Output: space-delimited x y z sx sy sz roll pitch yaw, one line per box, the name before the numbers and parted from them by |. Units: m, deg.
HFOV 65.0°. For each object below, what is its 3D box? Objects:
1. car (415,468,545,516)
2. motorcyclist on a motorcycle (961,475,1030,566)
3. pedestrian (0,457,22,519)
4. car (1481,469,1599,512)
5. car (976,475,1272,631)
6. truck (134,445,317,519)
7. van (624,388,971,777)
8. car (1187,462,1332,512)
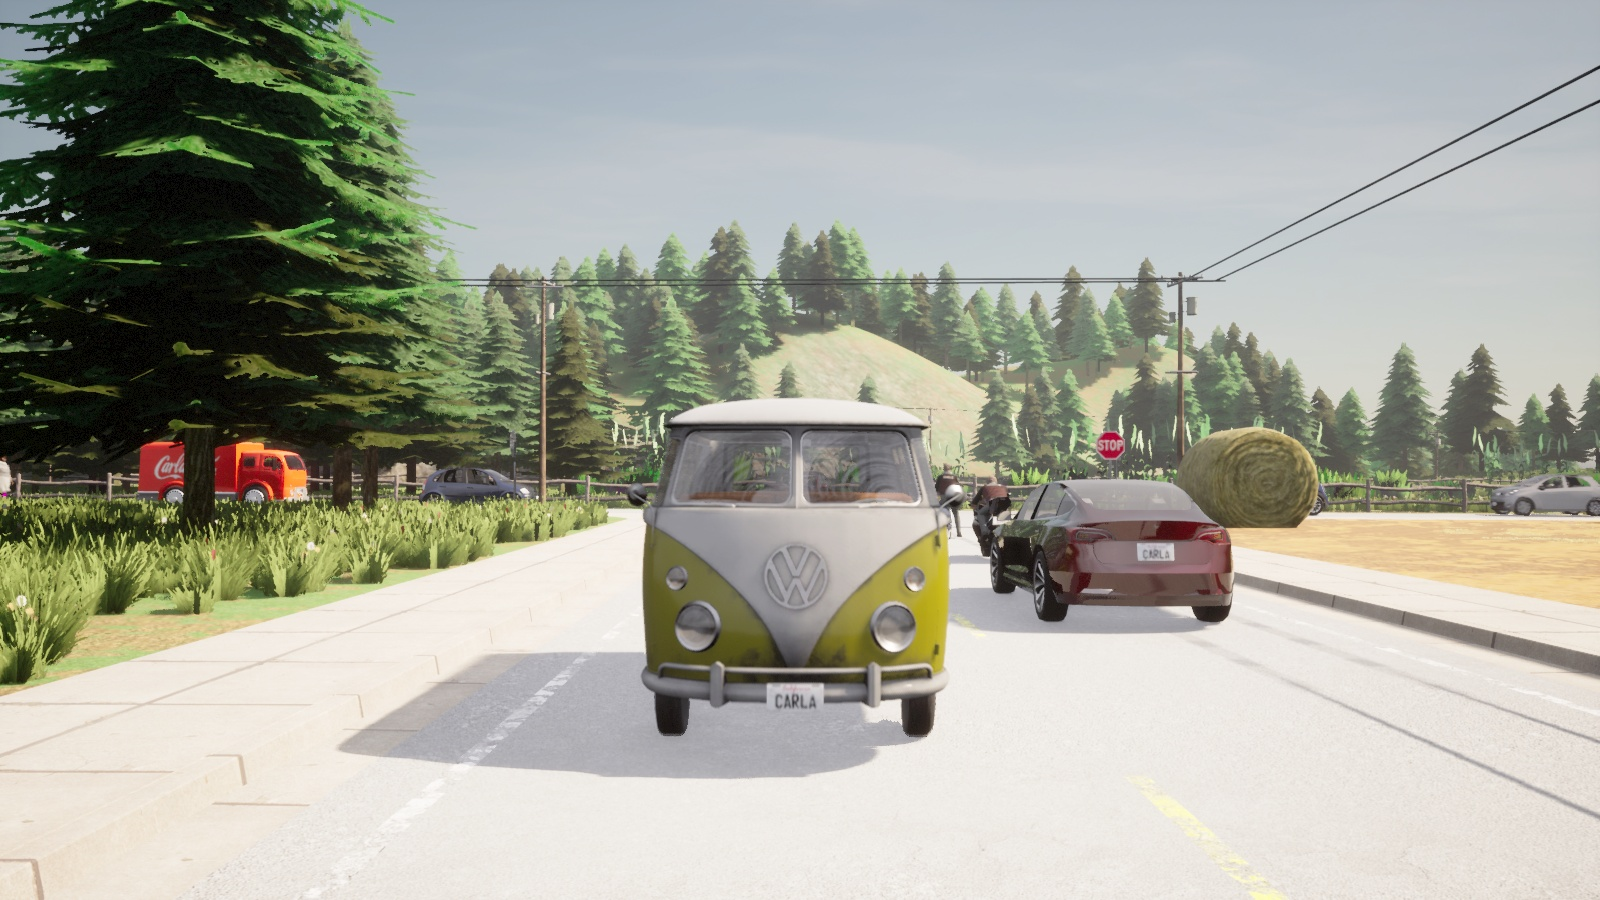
car | -11.075 1.453 43.640 3.988 1.617 1.851 0 -1 3
motorcyclist on a motorcycle | 3.447 1.210 22.362 0.866 1.530 2.191 0 -1 0
pedestrian | -25.735 1.220 40.482 0.873 1.952 0.659 0 -1 -1
car | 26.925 1.446 45.386 3.633 1.501 1.845 0 -1 3
car | 3.466 1.044 14.535 2.163 1.488 4.792 0 -1 0
truck | -20.062 1.111 44.039 5.204 2.467 2.627 0 -1 2
van | -0.022 0.713 8.669 1.775 1.987 4.442 0 -1 0
car | 16.717 1.340 45.861 4.553 1.767 2.097 0 -1 3
